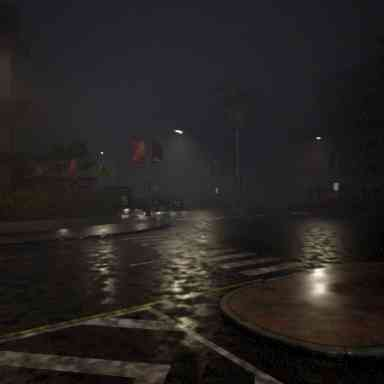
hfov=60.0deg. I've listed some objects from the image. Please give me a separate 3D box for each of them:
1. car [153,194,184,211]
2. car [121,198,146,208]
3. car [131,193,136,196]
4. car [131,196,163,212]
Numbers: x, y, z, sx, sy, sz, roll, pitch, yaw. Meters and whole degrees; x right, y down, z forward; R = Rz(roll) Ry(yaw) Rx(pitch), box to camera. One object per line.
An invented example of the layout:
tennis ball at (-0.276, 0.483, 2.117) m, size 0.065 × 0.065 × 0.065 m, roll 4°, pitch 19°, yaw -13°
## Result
car at (-3.198, 1.221, 41.839) m, size 2.150 × 2.045 × 5.566 m, roll 0°, pitch 0°, yaw -35°
car at (-8.789, 1.601, 49.848) m, size 1.895 × 1.301 × 4.718 m, roll 0°, pitch 0°, yaw -34°
car at (-13.408, 1.220, 68.461) m, size 2.150 × 2.045 × 5.566 m, roll 0°, pitch 0°, yaw -39°
car at (-5.643, 1.526, 39.199) m, size 1.812 × 1.442 × 4.674 m, roll 0°, pitch 0°, yaw -35°
